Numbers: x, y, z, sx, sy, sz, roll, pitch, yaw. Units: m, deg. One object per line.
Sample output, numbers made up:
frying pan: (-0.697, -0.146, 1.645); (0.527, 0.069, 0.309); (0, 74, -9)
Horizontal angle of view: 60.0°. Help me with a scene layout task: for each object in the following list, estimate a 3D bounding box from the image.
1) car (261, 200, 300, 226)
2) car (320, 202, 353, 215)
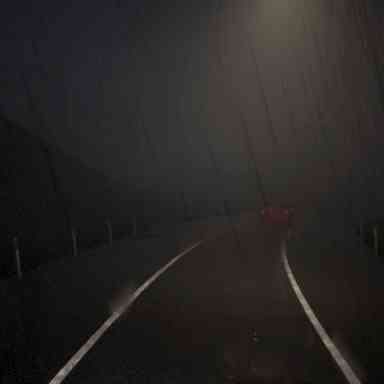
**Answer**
car: (6.594, 1.396, 24.401); (2.097, 1.767, 4.553); (3, 1, 27)
car: (16.682, 1.854, 38.226); (5.357, 1.411, 2.033); (2, 2, -45)
